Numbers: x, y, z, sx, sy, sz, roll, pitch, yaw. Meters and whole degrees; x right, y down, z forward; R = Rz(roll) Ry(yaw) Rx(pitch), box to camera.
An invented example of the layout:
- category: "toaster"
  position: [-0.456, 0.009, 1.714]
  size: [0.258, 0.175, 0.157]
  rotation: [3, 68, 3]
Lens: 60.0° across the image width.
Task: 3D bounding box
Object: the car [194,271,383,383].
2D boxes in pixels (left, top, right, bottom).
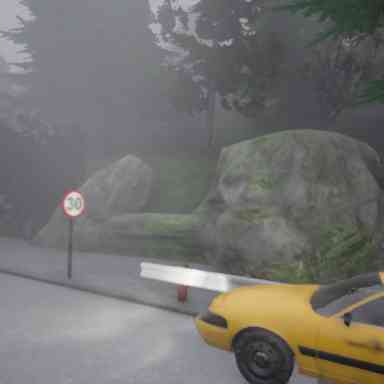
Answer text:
- category: "car"
  position: [2.630, 1.600, 3.910]
  size: [5.366, 1.575, 1.801]
  rotation: [1, -1, 30]
